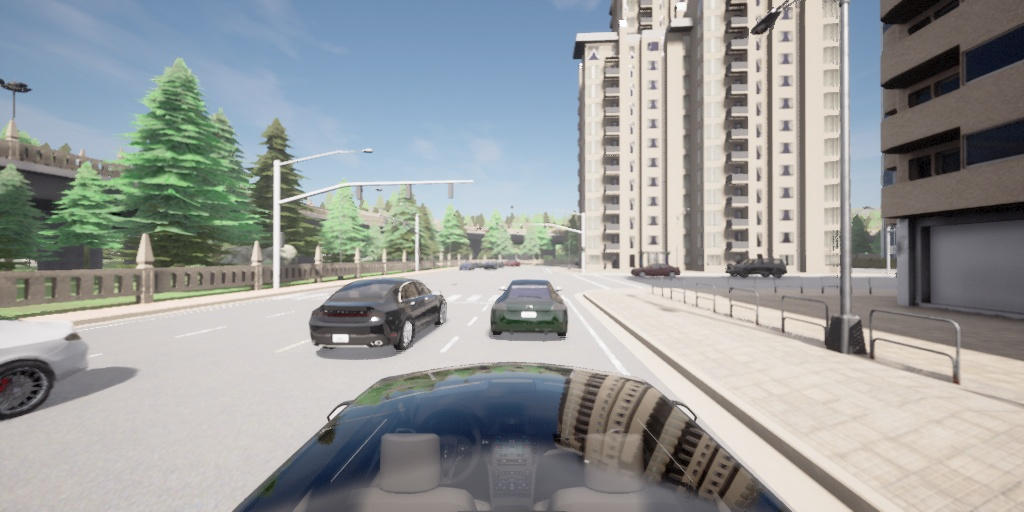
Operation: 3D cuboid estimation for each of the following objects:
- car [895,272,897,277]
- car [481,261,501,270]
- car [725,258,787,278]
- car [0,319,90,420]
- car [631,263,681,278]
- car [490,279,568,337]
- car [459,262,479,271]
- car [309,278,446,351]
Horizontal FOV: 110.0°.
[{"bbox_3d":[35.386,1.611,29.977,4.718,1.301,1.895,0,0,3],"label":"car"},{"bbox_3d":[-3.514,1.712,59.894,1.895,1.301,4.718,0,0,4],"label":"car"},{"bbox_3d":[25.596,1.272,37.649,5.566,2.045,2.150,0,0,4],"label":"car"},{"bbox_3d":[-7.102,1.279,3.226,1.812,1.442,4.674,0,0,3],"label":"car"},{"bbox_3d":[15.229,1.523,38.170,5.008,1.535,1.882,0,0,3],"label":"car"},{"bbox_3d":[0.534,1.370,10.516,1.994,1.385,4.181,0,0,4],"label":"car"},{"bbox_3d":[-7.173,1.642,57.811,2.033,1.411,5.357,0,0,4],"label":"car"},{"bbox_3d":[-3.058,1.301,9.180,1.837,1.490,4.892,0,0,4],"label":"car"}]
